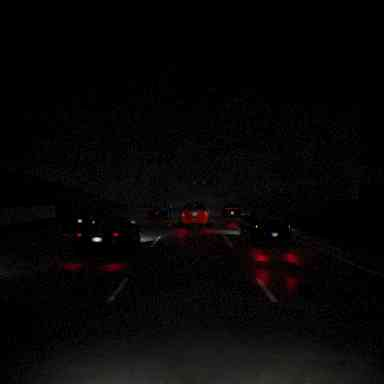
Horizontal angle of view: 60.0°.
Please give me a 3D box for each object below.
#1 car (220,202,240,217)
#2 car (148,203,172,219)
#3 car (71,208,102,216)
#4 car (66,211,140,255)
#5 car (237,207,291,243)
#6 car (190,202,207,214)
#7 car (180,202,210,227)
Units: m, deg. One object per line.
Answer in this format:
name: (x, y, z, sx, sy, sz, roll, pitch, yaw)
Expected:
car: (4.067, 1.823, 35.071, 1.837, 1.490, 4.892, 0, -1, 2)
car: (-3.054, 1.771, 32.347, 1.882, 1.535, 5.008, 0, -1, 2)
car: (-6.828, 1.767, 22.358, 1.994, 1.385, 4.181, 0, -1, 1)
car: (-3.394, 1.691, 13.909, 1.994, 1.385, 4.181, 0, -1, 0)
car: (3.612, 1.678, 16.761, 1.812, 1.442, 4.674, 0, -1, 0)
car: (0.890, 1.942, 41.869, 1.994, 1.385, 4.181, 0, -1, 3)
car: (0.234, 1.582, 25.196, 2.097, 1.767, 4.553, 0, 0, 1)
